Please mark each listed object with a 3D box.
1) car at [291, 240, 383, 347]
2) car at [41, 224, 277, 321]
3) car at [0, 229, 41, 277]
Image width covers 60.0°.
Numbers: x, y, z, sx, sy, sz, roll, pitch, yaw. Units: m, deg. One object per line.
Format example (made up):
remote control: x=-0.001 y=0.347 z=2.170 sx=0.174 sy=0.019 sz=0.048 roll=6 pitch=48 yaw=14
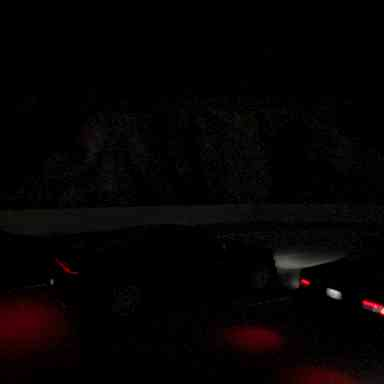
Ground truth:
car: x=4.335 y=1.531 z=5.898 sx=5.357 sy=1.411 sz=2.033 roll=0 pitch=0 yaw=-25
car: x=-0.376 y=1.433 z=7.214 sx=5.008 sy=1.535 sz=1.882 roll=0 pitch=0 yaw=-31
car: x=-5.821 y=1.473 z=8.346 sx=5.357 sy=1.411 sz=2.033 roll=0 pitch=0 yaw=-34
